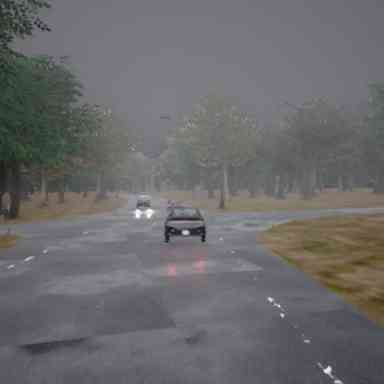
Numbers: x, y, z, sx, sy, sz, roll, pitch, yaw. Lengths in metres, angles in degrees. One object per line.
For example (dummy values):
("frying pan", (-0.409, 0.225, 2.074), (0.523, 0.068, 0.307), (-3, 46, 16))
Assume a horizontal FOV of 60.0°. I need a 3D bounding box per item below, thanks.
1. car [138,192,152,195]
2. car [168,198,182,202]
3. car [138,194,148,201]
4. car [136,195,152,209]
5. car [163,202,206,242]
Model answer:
("car", (-8.416, 0.994, 59.656), (2.150, 2.045, 5.566), (0, 0, -8))
("car", (-1.999, 1.444, 38.490), (2.033, 1.411, 5.357), (0, 0, -6))
("car", (-11.179, 1.162, 75.342), (2.128, 1.511, 4.902), (0, 1, -11))
("car", (-6.298, 1.472, 43.685), (1.895, 1.301, 4.718), (0, 0, -6))
("car", (-0.368, 1.463, 16.266), (2.128, 1.511, 4.902), (0, 0, -3))
